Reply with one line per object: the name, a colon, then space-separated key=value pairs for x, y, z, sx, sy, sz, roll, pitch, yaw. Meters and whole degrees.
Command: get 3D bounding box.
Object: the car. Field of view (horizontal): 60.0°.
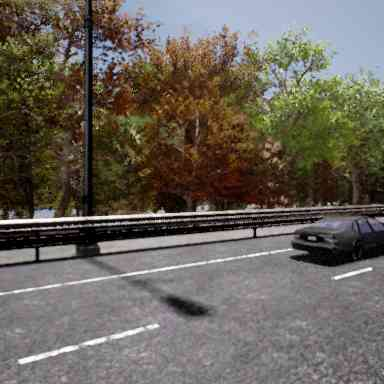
car: x=5.962 y=1.576 z=12.379 sx=5.357 sy=1.411 sz=2.033 roll=0 pitch=0 yaw=-36
